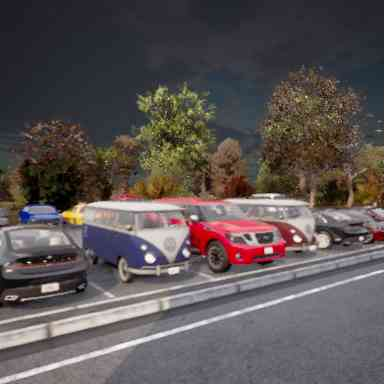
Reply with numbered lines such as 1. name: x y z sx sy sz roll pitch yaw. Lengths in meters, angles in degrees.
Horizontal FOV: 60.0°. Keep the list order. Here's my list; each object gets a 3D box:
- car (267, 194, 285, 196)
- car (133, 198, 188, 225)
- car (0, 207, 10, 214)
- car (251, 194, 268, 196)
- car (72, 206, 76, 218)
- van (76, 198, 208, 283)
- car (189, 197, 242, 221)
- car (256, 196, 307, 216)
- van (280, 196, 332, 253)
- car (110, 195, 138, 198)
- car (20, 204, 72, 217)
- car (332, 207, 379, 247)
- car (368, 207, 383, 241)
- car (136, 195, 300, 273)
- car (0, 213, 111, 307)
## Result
1. car: 6.560 1.230 31.767 2.435 2.045 5.566 0 0 -35
2. car: -2.499 1.375 25.283 2.185 1.767 4.553 0 0 -35
3. car: -11.594 1.549 18.850 2.163 1.488 4.792 0 0 -35
4. car: 4.183 1.361 30.088 2.185 1.767 4.553 0 0 -35
5. car: -7.272 1.508 22.171 1.946 1.575 5.366 0 0 -35
6. van: -1.707 1.290 9.716 1.878 1.987 4.442 0 0 -35
7. car: 1.910 1.366 28.479 2.185 1.767 4.553 0 0 -35
8. car: 8.868 1.351 33.327 2.185 1.767 4.553 0 0 -35
9. van: 2.735 1.281 12.860 1.878 1.987 4.442 0 0 -35
10. car: -4.909 1.255 23.651 2.435 2.045 5.566 0 0 -35
11. car: -9.339 1.515 20.488 2.097 1.535 5.008 0 0 -35
12. car: 5.045 1.503 14.629 2.231 1.521 4.892 0 0 -35
13. car: 7.331 1.526 16.218 2.163 1.488 4.792 0 0 -35
14. car: 0.514 1.260 11.395 2.435 2.045 5.566 0 0 -35
15. car: -4.043 1.522 8.198 2.231 1.521 4.892 0 0 -35
